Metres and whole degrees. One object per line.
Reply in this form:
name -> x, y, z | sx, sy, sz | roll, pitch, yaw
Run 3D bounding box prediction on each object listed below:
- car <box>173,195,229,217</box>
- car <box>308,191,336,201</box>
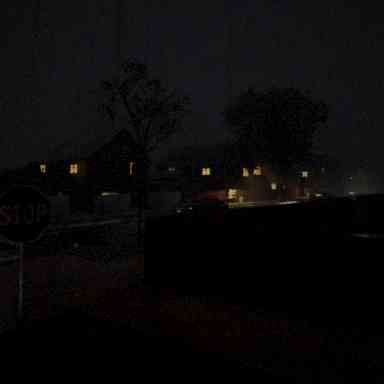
car -> 0.707, 1.012, 23.820 | 2.128, 1.511, 4.902 | 1, 2, 41
car -> 16.593, 0.547, 42.259 | 2.033, 1.411, 5.357 | 1, 2, 41
